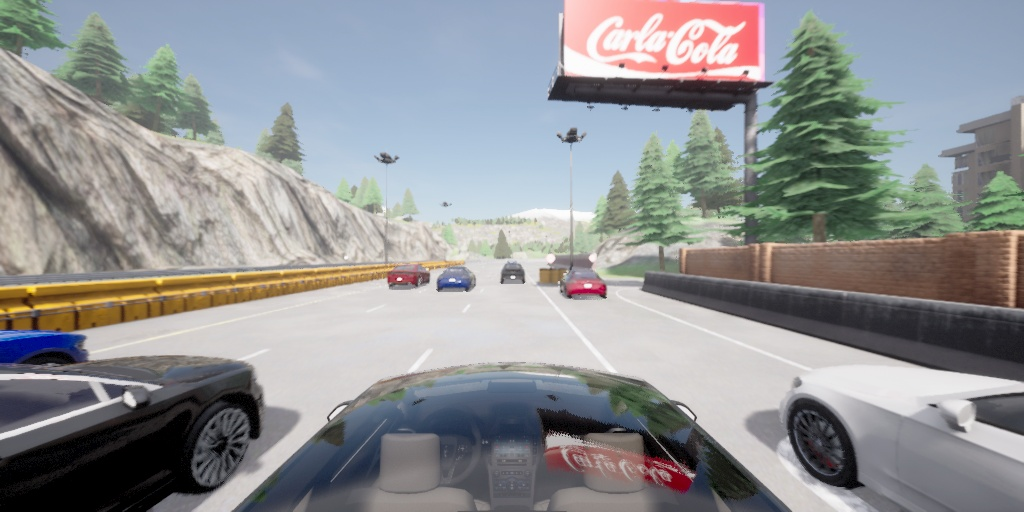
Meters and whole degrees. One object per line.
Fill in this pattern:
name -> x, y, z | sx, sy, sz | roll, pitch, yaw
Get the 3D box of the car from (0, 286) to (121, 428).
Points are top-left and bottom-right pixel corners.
car -> -6.901, 1.231, 2.965 | 1.882, 1.535, 5.008 | 0, 0, 0

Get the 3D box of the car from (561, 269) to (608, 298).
car -> 3.669, 1.357, 18.780 | 1.994, 1.385, 4.181 | 0, 0, 3

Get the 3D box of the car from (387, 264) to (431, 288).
car -> -6.925, 1.285, 24.545 | 1.882, 1.535, 5.008 | 0, 0, 0

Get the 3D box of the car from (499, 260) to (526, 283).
car -> 0.070, 1.325, 29.108 | 1.837, 1.490, 4.892 | 0, 0, 0

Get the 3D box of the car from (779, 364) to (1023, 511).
car -> 3.603, 1.275, 1.640 | 1.812, 1.442, 4.674 | 0, 0, 0

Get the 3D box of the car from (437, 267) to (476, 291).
car -> -3.422, 1.367, 22.541 | 1.994, 1.385, 4.181 | 0, 0, 0

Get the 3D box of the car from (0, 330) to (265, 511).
car -> -3.399, 1.242, 1.629 | 2.128, 1.511, 4.902 | 0, 0, 0
